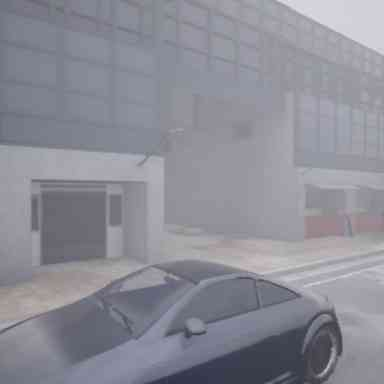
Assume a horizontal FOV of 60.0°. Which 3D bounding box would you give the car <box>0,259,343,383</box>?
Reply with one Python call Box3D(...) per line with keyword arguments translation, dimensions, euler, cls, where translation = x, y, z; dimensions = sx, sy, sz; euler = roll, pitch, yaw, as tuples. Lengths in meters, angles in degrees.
Box3D(translation=(-0.143, 1.566, 3.851), dimensions=(4.181, 1.385, 1.994), euler=(0, 0, -35), cls="car")
